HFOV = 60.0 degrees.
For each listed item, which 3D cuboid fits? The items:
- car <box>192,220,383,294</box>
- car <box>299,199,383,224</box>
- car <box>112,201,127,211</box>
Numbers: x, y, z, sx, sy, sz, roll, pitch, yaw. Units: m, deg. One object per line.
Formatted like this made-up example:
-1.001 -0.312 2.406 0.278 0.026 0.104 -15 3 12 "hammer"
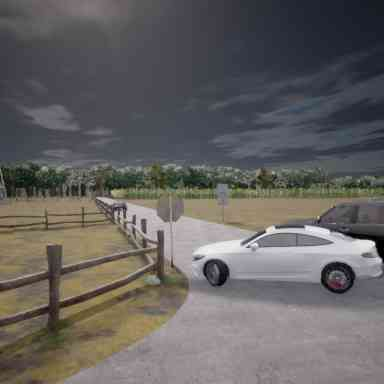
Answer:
2.299 1.612 8.708 4.674 1.442 1.812 -2 0 16 "car"
5.103 1.225 9.800 2.150 2.045 5.566 -2 0 -40 "car"
-10.795 1.979 49.473 2.033 1.411 5.357 -2 0 -18 "car"
